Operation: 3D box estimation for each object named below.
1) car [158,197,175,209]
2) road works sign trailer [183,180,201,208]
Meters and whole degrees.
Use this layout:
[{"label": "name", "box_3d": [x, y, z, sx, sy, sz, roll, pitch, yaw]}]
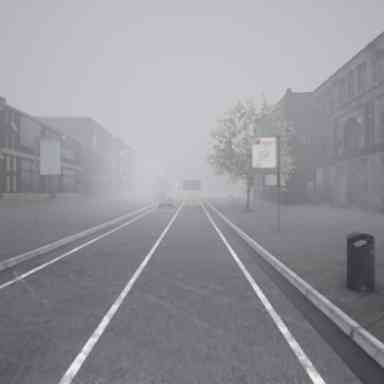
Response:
[{"label": "car", "box_3d": [-3.097, 1.321, 41.236, 2.033, 1.411, 5.357, 0, 1, 0]}, {"label": "road works sign trailer", "box_3d": [0.011, 0.218, 43.039, 2.380, 3.560, 2.880, 0, 1, 0]}]
